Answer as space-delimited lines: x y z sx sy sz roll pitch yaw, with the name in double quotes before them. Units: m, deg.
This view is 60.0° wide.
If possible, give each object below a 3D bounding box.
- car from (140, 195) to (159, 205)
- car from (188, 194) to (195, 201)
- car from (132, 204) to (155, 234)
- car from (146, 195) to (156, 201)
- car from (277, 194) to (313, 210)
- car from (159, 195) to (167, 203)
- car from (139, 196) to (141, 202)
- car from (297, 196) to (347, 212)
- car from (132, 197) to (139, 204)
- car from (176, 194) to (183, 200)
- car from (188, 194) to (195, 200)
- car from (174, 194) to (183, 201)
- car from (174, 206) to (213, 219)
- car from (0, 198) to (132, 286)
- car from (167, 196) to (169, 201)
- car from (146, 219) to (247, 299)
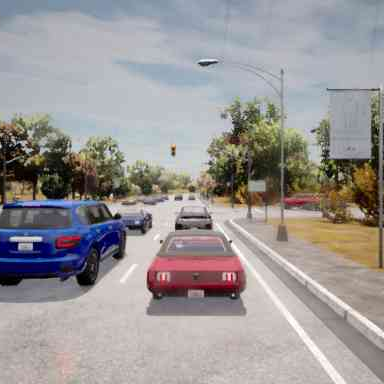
"car" -7.107 1.521 56.242 1.812 1.442 4.674 0 0 0
"car" -0.039 1.525 85.115 2.033 1.411 5.357 0 0 0
"car" -3.409 1.599 19.285 1.895 1.301 4.718 0 0 0
"car" -10.539 1.527 85.460 1.994 1.385 4.181 0 0 0
"car" 13.476 1.215 41.412 5.566 2.045 2.150 0 0 3
"car" -7.033 1.471 70.992 1.882 1.535 5.008 0 0 0
"car" -10.533 1.518 70.672 1.812 1.442 4.674 0 0 0
"car" 14.962 1.501 37.819 4.892 1.490 1.837 0 0 3
"car" -10.609 1.596 55.802 1.895 1.301 4.718 0 0 0
"car" -3.544 1.374 95.533 1.837 1.490 4.892 0 0 0
"car" -0.044 1.352 95.534 1.882 1.535 5.008 0 0 0
"car" -3.539 1.486 85.114 1.837 1.490 4.892 0 0 0
"car" 0.092 1.490 17.649 2.128 1.511 4.902 0 0 0
"car" -3.409 1.221 9.530 2.150 2.045 5.566 0 0 0
"car" -7.040 1.560 86.103 1.895 1.301 4.718 0 0 0
"car" 0.099 1.600 8.378 1.895 1.301 4.718 0 0 0
